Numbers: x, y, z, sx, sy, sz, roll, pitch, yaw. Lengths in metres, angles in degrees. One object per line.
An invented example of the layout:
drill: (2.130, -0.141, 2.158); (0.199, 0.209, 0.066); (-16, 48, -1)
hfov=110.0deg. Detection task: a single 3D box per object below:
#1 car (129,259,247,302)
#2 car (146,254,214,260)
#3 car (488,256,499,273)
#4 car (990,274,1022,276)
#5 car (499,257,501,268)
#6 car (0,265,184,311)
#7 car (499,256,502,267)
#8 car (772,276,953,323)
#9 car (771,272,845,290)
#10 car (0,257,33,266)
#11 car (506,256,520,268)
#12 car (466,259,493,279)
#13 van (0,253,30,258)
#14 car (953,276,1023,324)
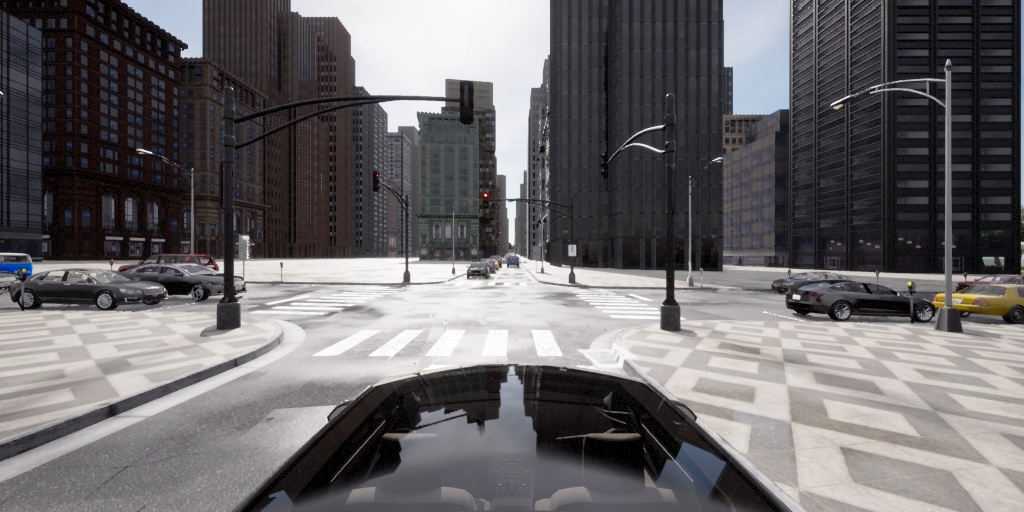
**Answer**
car: (-14.136, 1.065, 15.373); (4.902, 1.511, 2.128); (1, 0, 1)
car: (-20.197, 0.799, 21.164); (5.009, 1.841, 2.192); (0, 0, 0)
car: (-3.035, 1.102, 42.277); (2.097, 1.767, 4.553); (0, 0, 0)
car: (29.095, 1.766, 21.174); (4.507, 1.381, 1.888); (0, 0, 0)
car: (-3.013, 1.228, 52.476); (1.882, 1.535, 5.008); (0, 0, 0)
car: (-14.764, 1.116, 12.629); (4.403, 1.370, 2.007); (0, 0, 0)
car: (-2.949, 0.973, 63.177); (2.150, 2.045, 5.566); (0, 0, 1)
car: (12.143, 1.524, 12.678); (4.313, 1.339, 1.948); (0, 0, 0)
car: (17.809, 1.591, 21.193); (4.403, 1.370, 2.007); (0, 0, 0)
car: (-24.128, 0.925, 15.402); (4.902, 1.511, 2.128); (1, 0, 0)
car: (0.192, 0.973, 62.692); (2.150, 2.045, 5.566); (0, 0, 0)
car: (-3.053, 1.256, 33.069); (1.837, 1.490, 4.892); (0, 0, 0)
van: (-31.116, 0.680, 21.183); (3.998, 1.789, 1.690); (0, 0, 0)
car: (17.956, 1.571, 12.668); (4.829, 1.417, 1.751); (0, 0, 0)
